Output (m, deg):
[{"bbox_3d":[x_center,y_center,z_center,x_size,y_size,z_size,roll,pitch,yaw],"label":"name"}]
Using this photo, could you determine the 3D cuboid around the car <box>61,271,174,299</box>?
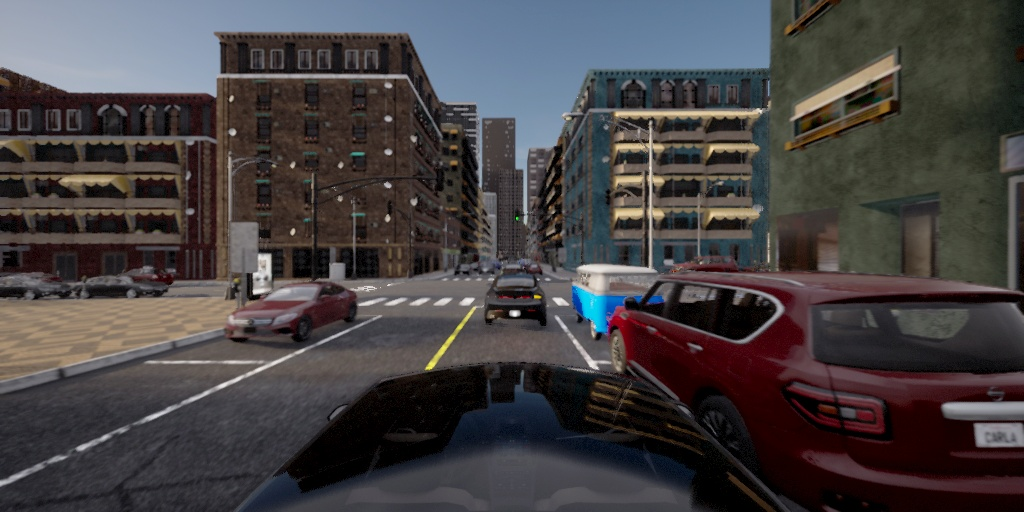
[{"bbox_3d":[-22.389,1.750,20.655,4.403,1.370,2.007,0,0,0],"label":"car"}]

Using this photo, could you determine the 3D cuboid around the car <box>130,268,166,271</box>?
[{"bbox_3d":[-30.255,1.738,29.239,4.097,1.591,1.967,0,0,0],"label":"car"}]

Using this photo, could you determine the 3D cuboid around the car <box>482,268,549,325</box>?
[{"bbox_3d":[0.176,1.316,12.115,1.837,1.490,4.892,0,0,2],"label":"car"}]

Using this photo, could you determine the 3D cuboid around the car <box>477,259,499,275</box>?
[{"bbox_3d":[-3.079,1.498,43.885,2.128,1.511,4.902,0,0,0],"label":"car"}]

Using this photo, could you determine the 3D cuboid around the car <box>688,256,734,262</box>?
[{"bbox_3d":[15.778,0.947,29.435,5.009,1.841,2.192,0,0,0],"label":"car"}]

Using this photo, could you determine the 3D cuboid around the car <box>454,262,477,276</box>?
[{"bbox_3d":[-5.683,1.562,42.289,1.948,1.339,4.313,0,0,0],"label":"car"}]

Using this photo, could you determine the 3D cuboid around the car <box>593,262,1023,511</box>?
[{"bbox_3d":[2.690,1.080,4.354,2.192,1.841,5.009,0,0,0],"label":"car"}]

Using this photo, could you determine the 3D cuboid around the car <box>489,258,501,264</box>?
[{"bbox_3d":[-3.038,1.332,59.822,2.150,2.045,5.566,0,0,1],"label":"car"}]

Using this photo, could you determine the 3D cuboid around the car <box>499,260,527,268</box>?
[{"bbox_3d":[0.107,1.411,32.256,1.882,1.535,5.008,0,0,0],"label":"car"}]

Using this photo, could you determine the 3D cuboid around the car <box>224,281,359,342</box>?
[{"bbox_3d":[-5.690,1.380,9.885,1.802,1.307,4.207,0,0,0],"label":"car"}]

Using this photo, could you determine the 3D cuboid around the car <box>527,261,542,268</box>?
[{"bbox_3d":[2.698,1.578,42.276,1.802,1.307,4.207,0,0,0],"label":"car"}]

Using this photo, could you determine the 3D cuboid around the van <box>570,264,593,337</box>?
[{"bbox_3d":[2.691,1.139,9.882,1.690,1.789,3.998,0,0,0],"label":"van"}]

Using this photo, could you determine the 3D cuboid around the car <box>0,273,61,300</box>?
[{"bbox_3d":[-27.958,1.831,20.615,4.403,1.370,2.007,0,0,0],"label":"car"}]
